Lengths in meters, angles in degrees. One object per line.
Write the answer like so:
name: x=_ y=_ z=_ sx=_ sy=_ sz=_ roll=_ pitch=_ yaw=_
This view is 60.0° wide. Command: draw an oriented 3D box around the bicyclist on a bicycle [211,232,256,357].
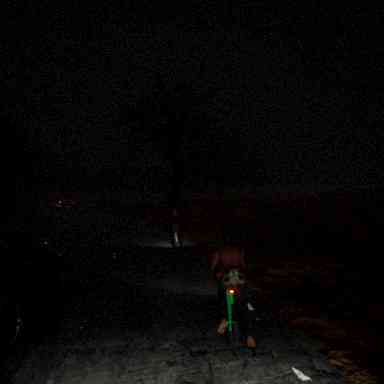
bicyclist on a bicycle: x=0.572 y=1.466 z=5.119 sx=0.582 sy=1.620 sz=1.656 roll=0 pitch=0 yaw=-1

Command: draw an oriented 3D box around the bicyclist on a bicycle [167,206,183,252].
bicyclist on a bicycle: x=-0.699 y=1.433 z=13.154 sx=0.659 sy=1.776 sz=1.843 roll=0 pitch=0 yaw=-8

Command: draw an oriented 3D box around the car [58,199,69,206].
car: x=-26.906 y=2.159 z=69.775 sx=1.895 sy=1.301 sz=4.718 roll=0 pitch=-1 yaw=-19

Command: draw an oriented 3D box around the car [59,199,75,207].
car: x=-22.560 y=2.072 z=60.386 sx=1.895 sy=1.301 sz=4.718 roll=0 pitch=-1 yaw=-26

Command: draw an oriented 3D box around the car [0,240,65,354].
car: x=-3.691 y=1.586 z=5.892 sx=1.994 sy=1.385 sz=4.181 roll=0 pitch=0 yaw=-7
